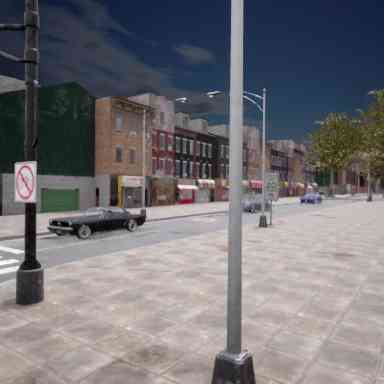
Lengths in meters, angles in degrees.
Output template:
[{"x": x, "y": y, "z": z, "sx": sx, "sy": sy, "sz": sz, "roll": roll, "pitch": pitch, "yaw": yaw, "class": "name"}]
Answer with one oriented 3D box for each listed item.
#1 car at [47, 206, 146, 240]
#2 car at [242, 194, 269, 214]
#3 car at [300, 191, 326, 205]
[{"x": -4.503, "y": 1.408, "z": 16.245, "sx": 1.895, "sy": 1.301, "sz": 4.718, "roll": 1, "pitch": 1, "yaw": 35, "class": "car"}, {"x": 5.117, "y": 0.942, "z": 29.709, "sx": 2.097, "sy": 1.767, "sz": 4.553, "roll": 1, "pitch": 1, "yaw": 36, "class": "car"}, {"x": 16.267, "y": 0.867, "z": 45.173, "sx": 1.882, "sy": 1.535, "sz": 5.008, "roll": 1, "pitch": 1, "yaw": 36, "class": "car"}]
